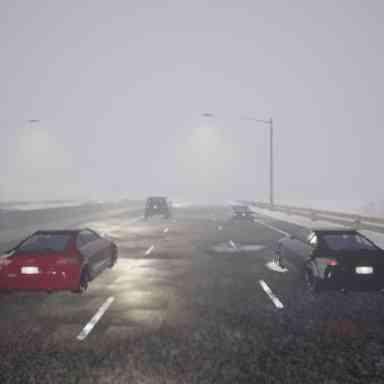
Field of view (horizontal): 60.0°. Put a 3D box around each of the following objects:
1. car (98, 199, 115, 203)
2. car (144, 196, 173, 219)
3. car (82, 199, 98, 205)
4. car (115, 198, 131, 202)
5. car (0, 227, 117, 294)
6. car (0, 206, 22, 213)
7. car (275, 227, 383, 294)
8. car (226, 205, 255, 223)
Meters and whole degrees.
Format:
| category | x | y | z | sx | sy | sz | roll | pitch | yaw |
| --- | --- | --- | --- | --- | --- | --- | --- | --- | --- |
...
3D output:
| category | x | y | z | sx | sy | sz | roll | pitch | yaw |
| --- | --- | --- | --- | --- | --- | --- | --- | --- | --- |
| car | -16.257 | 2.069 | 65.010 | 1.895 | 1.301 | 4.718 | 0 | 0 | 2 |
| car | -3.097 | 1.425 | 31.340 | 2.150 | 2.045 | 5.566 | 0 | 0 | 1 |
| car | -19.772 | 2.063 | 64.662 | 1.895 | 1.301 | 4.718 | 0 | 0 | 2 |
| car | -12.791 | 1.945 | 64.212 | 1.882 | 1.535 | 5.008 | 0 | 0 | 2 |
| car | -3.372 | 1.619 | 8.956 | 1.994 | 1.385 | 4.181 | 0 | 0 | 0 |
| car | -13.922 | 1.694 | 23.827 | 2.033 | 1.411 | 5.357 | 0 | 0 | 1 |
| car | 3.629 | 1.621 | 8.976 | 1.994 | 1.385 | 4.181 | 0 | 0 | 0 |
| car | 3.826 | 1.722 | 26.891 | 2.033 | 1.411 | 5.357 | 0 | 0 | 1 |
